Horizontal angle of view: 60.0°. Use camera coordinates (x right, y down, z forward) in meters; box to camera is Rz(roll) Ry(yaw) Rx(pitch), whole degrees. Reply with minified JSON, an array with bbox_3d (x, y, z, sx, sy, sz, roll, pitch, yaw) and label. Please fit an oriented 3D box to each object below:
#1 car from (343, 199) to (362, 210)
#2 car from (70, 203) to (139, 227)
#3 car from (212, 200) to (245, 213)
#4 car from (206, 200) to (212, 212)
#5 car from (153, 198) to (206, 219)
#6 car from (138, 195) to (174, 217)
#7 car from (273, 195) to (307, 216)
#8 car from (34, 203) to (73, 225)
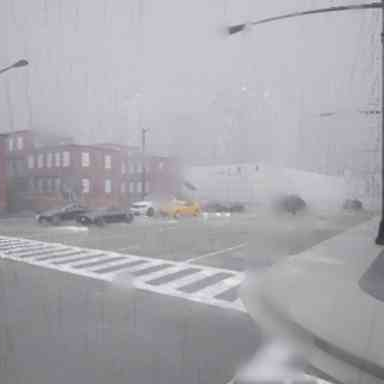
[{"bbox_3d":[22.161,1.683,45.853,2.128,1.511,4.902,0,0,35],"label":"car"},{"bbox_3d":[-6.177,1.670,23.958,1.994,1.385,4.181,0,0,35],"label":"car"},{"bbox_3d":[4.576,1.733,39.322,1.994,1.385,4.181,0,0,35],"label":"car"},{"bbox_3d":[2.152,1.707,41.951,1.812,1.442,4.674,0,0,35],"label":"car"},{"bbox_3d":[-1.096,1.614,31.231,1.882,1.535,5.008,0,0,35],"label":"car"},{"bbox_3d":[-3.752,1.368,33.540,2.150,2.045,5.566,0,0,35],"label":"car"},{"bbox_3d":[10.434,1.370,35.172,2.150,2.045,5.566,0,0,34],"label":"car"},{"bbox_3d":[-9.476,1.605,25.352,2.128,1.511,4.902,0,0,35],"label":"car"}]
